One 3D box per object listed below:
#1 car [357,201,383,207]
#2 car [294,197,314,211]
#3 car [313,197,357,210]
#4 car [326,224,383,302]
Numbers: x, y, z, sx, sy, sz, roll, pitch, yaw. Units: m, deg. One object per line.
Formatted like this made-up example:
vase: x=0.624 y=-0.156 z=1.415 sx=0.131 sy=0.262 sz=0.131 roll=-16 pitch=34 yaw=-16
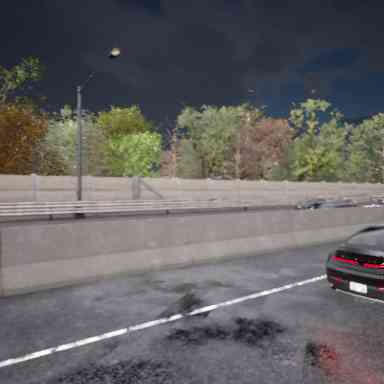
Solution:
car: x=17.004 y=1.435 z=29.469 sx=4.718 sy=1.301 sz=1.895 roll=0 pitch=0 yaw=-36
car: x=12.844 y=1.311 z=35.093 sx=4.892 sy=1.490 sz=1.837 roll=0 pitch=0 yaw=-36
car: x=14.007 y=1.330 z=31.611 sx=4.892 sy=1.490 sz=1.837 roll=0 pitch=0 yaw=-36
car: x=4.948 y=1.461 z=7.413 sx=4.892 sy=1.490 sz=1.837 roll=0 pitch=0 yaw=-36
